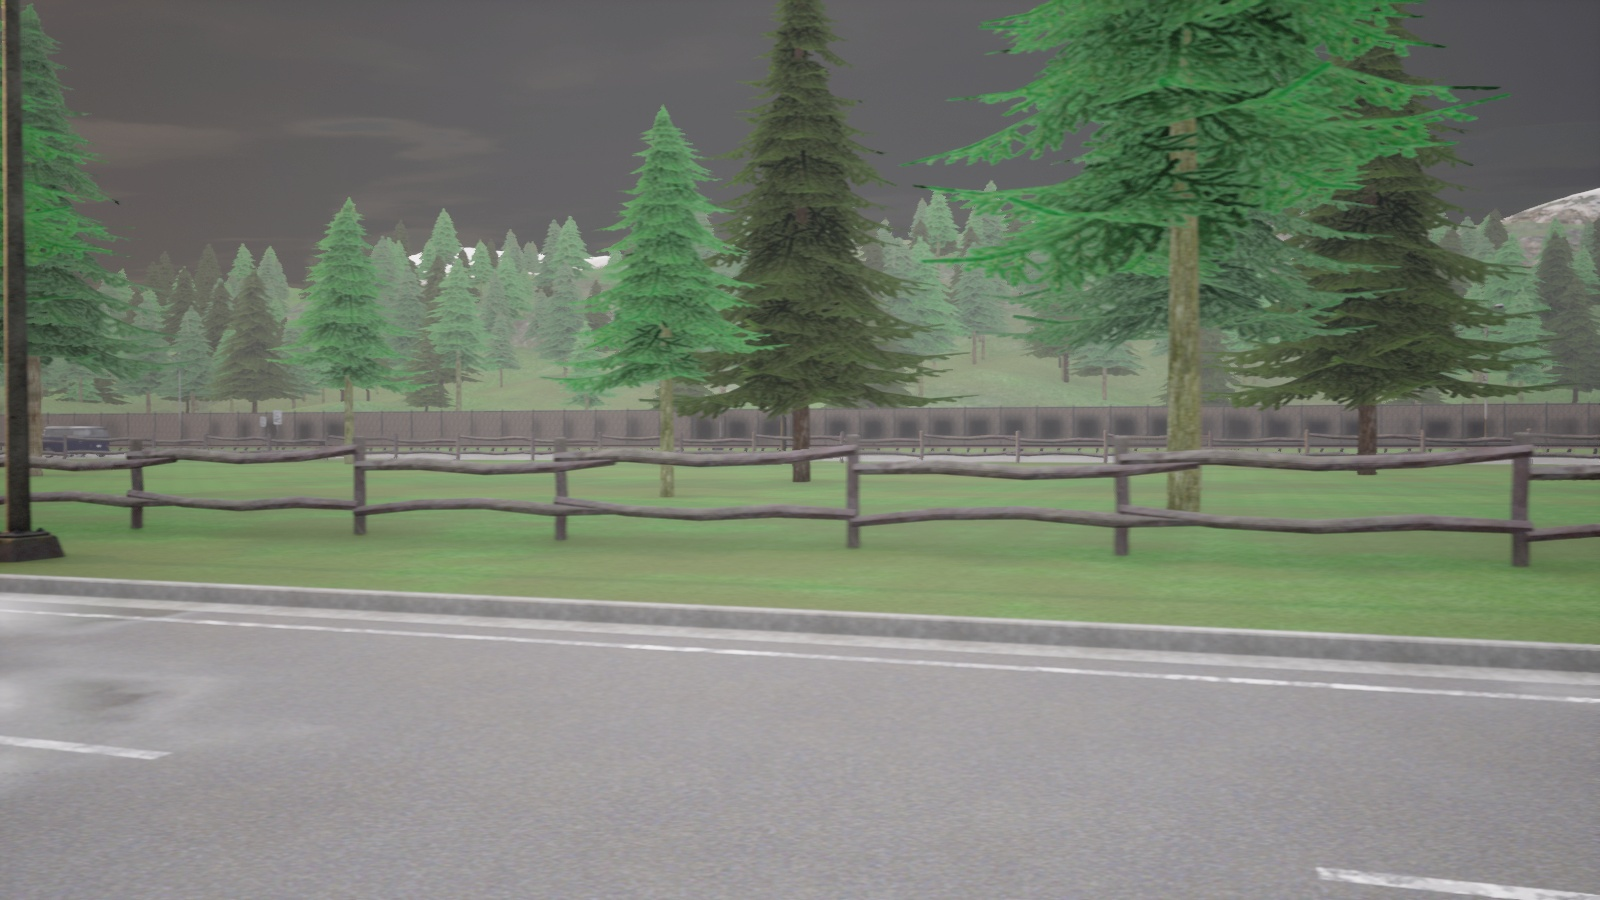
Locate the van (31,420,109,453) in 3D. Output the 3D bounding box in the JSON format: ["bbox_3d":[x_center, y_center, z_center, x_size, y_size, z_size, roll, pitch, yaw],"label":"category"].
[{"bbox_3d":[-46.031,-0.862,79.184,4.442,1.987,1.775,1,1,18],"label":"van"}]
